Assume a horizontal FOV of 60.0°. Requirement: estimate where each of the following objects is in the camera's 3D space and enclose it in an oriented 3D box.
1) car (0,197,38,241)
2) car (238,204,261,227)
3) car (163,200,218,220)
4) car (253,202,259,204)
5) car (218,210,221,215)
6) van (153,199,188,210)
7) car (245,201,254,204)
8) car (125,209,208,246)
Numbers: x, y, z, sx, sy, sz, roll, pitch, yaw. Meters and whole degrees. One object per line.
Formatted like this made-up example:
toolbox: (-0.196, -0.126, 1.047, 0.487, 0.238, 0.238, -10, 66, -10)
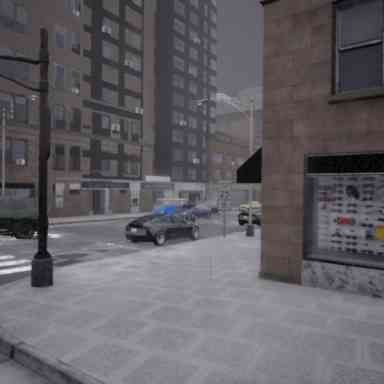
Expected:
car: (-9.785, 1.265, 15.445, 2.150, 2.045, 5.566, 1, 0, 41)
car: (5.066, 1.843, 25.380, 1.947, 1.339, 4.313, 1, 0, 36)
car: (-0.010, 1.709, 28.513, 1.812, 1.442, 4.674, 1, 0, 36)
car: (8.525, 1.916, 34.884, 1.895, 1.301, 4.718, 1, 0, 36)
car: (1.368, 1.633, 34.825, 1.967, 1.590, 4.097, 1, 0, 36)
van: (-1.846, 1.489, 30.367, 1.690, 1.788, 3.998, 1, 0, 36)
car: (7.697, 1.811, 43.604, 1.752, 1.417, 4.829, 0, 0, 36)
car: (-1.364, 1.757, 16.463, 1.947, 1.339, 4.313, 1, 0, 36)
